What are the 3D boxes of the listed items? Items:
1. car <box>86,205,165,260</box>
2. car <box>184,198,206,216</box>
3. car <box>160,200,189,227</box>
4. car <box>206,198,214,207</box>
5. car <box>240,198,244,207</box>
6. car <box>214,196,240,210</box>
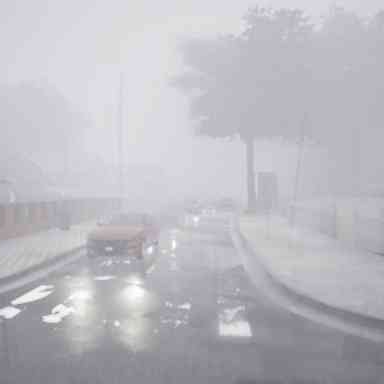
[{"bbox_3d":[-2.424,1.488,12.776,1.882,1.535,5.008,0,0,3],"label":"car"},{"bbox_3d":[-0.151,1.401,33.625,2.097,1.767,4.553,0,0,10],"label":"car"},{"bbox_3d":[-1.574,1.530,23.143,1.837,1.490,4.892,0,0,6],"label":"car"},{"bbox_3d":[2.906,1.581,48.855,1.895,1.301,4.718,1,0,14],"label":"car"},{"bbox_3d":[7.143,1.447,54.226,2.097,1.767,4.553,1,0,16],"label":"car"},{"bbox_3d":[4.756,1.442,44.600,2.097,1.767,4.553,1,0,14],"label":"car"}]
